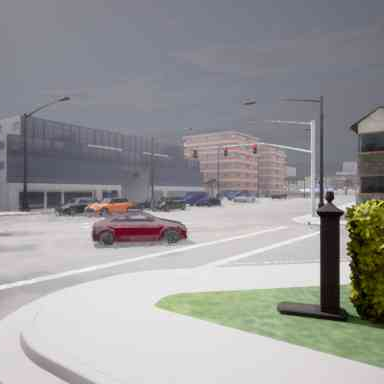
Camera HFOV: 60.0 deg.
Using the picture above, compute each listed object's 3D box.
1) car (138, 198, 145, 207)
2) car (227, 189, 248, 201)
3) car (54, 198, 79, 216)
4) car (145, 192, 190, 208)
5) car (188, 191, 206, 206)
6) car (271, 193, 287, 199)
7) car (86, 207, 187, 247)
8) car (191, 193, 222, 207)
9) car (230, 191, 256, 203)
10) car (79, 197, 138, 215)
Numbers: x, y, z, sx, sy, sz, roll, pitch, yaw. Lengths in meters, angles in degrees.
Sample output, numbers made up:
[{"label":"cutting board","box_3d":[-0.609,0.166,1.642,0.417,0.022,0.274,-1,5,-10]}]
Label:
[{"label":"car","box_3d":[-5.451,1.433,39.782,2.033,1.411,5.357,0,1,35]},{"label":"car","box_3d":[8.389,0.537,59.495,2.150,2.045,5.566,0,1,35]},{"label":"car","box_3d":[-10.874,1.306,32.030,2.097,1.767,4.553,0,0,35]},{"label":"car","box_3d":[-2.684,1.240,37.612,2.097,1.767,4.553,0,1,35]},{"label":"car","box_3d":[0.229,0.915,47.883,2.150,2.045,5.566,0,1,35]},{"label":"car","box_3d":[17.256,0.779,65.918,1.895,1.301,4.718,0,0,35]},{"label":"car","box_3d":[-2.328,1.554,14.791,4.181,1.385,1.994,0,0,-12]},{"label":"car","box_3d":[2.262,1.293,44.686,1.994,1.385,4.181,0,1,35]},{"label":"car","box_3d":[8.401,1.040,53.438,1.895,1.301,4.718,0,2,35]},{"label":"car","box_3d":[-7.614,1.301,30.589,2.097,1.767,4.553,0,0,35]}]
